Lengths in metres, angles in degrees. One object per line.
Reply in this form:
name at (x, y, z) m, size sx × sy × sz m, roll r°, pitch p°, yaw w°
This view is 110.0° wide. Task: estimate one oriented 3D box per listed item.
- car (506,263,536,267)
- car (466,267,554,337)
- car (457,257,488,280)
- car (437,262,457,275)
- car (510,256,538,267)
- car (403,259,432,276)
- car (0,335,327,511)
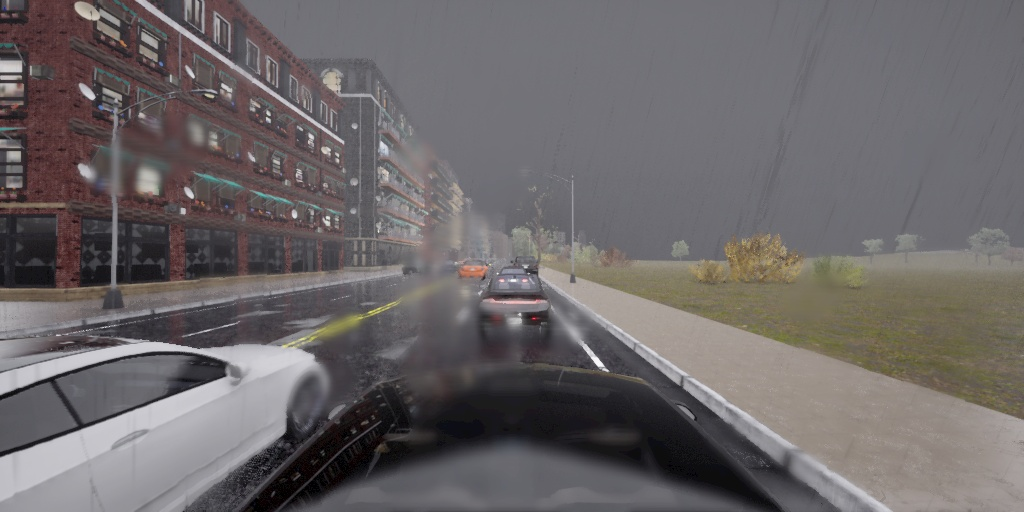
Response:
car at (0.065, 1.299, 20.784) m, size 2.033 × 1.411 × 5.357 m, roll 0°, pitch 0°, yaw 0°
car at (0.083, 1.242, 10.345) m, size 2.128 × 1.511 × 4.902 m, roll 0°, pitch 0°, yaw 0°
car at (-3.211, 1.105, 31.302) m, size 2.097 × 1.767 × 4.553 m, roll 0°, pitch 0°, yaw 0°
car at (-6.681, 1.299, 38.778) m, size 2.033 × 1.411 × 5.357 m, roll 0°, pitch 0°, yaw 0°
car at (1.076, 0.977, 30.997) m, size 2.150 × 2.045 × 5.566 m, roll 0°, pitch 0°, yaw 0°
car at (-9.927, 1.103, 37.772) m, size 2.097 × 1.767 × 4.553 m, roll 0°, pitch 0°, yaw 0°
car at (-3.152, 1.276, 2.421) m, size 1.812 × 1.442 × 4.674 m, roll 0°, pitch 0°, yaw 0°
